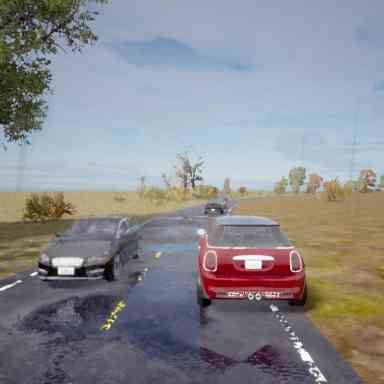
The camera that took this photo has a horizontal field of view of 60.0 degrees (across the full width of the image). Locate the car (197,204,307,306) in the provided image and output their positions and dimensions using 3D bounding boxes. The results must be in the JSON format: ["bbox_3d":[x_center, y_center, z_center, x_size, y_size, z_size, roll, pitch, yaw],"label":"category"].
[{"bbox_3d":[1.197,1.351,8.221,2.097,1.767,4.553,0,0,2],"label":"car"}]

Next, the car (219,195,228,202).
[{"bbox_3d":[3.718,1.527,44.896,2.033,1.411,5.357,0,0,11],"label":"car"}]

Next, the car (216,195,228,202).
[{"bbox_3d":[6.553,1.456,72.174,1.837,1.490,4.892,0,0,15],"label":"car"}]

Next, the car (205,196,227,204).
[{"bbox_3d":[2.386,1.494,34.813,1.837,1.490,4.892,0,0,8],"label":"car"}]

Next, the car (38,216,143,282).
[{"bbox_3d":[-2.702,1.491,9.847,2.128,1.511,4.902,0,0,2],"label":"car"}]
